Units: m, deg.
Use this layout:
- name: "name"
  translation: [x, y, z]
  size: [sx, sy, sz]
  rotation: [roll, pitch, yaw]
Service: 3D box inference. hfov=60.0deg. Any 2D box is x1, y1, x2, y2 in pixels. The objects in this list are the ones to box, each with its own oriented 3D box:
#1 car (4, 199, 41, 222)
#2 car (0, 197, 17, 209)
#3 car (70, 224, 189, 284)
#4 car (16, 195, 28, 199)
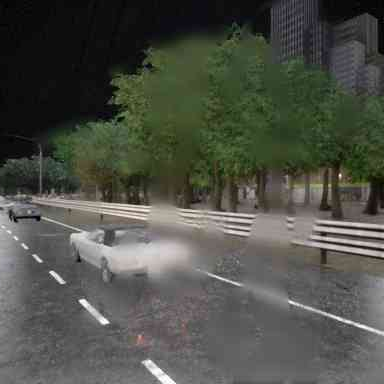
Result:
- name: "car"
  translation: [-13.223, 1.545, 26.191]
  size: [2.033, 1.411, 5.357]
  rotation: [0, 0, -34]
- name: "car"
  translation: [-23.146, 1.597, 40.868]
  size: [1.895, 1.301, 4.718]
  rotation: [0, 0, -34]
- name: "car"
  translation: [-2.112, 1.600, 9.755]
  size: [1.895, 1.301, 4.718]
  rotation: [0, 0, -34]
- name: "car"
  translation: [-39.715, 1.513, 77.467]
  size: [2.128, 1.511, 4.902]
  rotation: [0, 0, -9]
